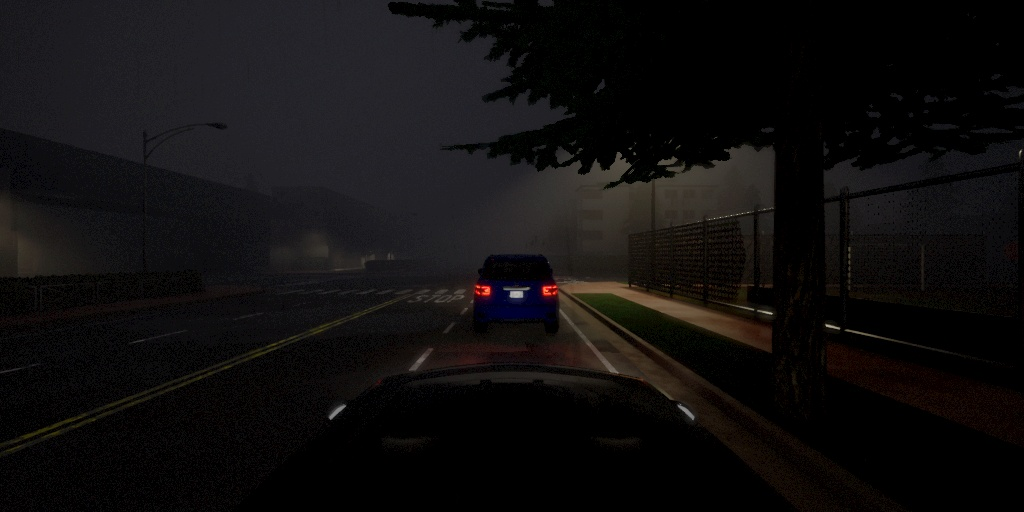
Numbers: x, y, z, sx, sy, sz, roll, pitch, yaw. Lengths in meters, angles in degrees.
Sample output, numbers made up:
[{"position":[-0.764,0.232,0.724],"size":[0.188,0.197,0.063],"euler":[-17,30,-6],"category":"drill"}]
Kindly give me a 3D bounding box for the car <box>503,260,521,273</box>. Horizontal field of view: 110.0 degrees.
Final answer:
[{"position":[0.010,1.242,45.734],"size":[2.128,1.511,4.902],"euler":[0,0,0],"category":"car"}]

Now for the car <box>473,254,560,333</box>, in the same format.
[{"position":[0.112,0.972,10.878],"size":[2.150,2.045,5.566],"euler":[0,0,0],"category":"car"}]
